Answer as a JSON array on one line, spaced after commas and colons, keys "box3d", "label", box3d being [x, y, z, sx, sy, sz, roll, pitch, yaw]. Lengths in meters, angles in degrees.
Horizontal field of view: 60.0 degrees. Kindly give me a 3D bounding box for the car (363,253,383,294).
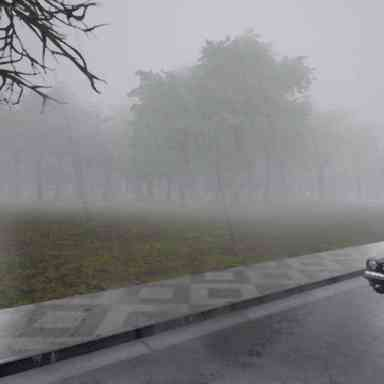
[{"box3d": [5.958, 1.610, 7.649, 4.718, 1.301, 1.895, 0, 0, -36], "label": "car"}]
